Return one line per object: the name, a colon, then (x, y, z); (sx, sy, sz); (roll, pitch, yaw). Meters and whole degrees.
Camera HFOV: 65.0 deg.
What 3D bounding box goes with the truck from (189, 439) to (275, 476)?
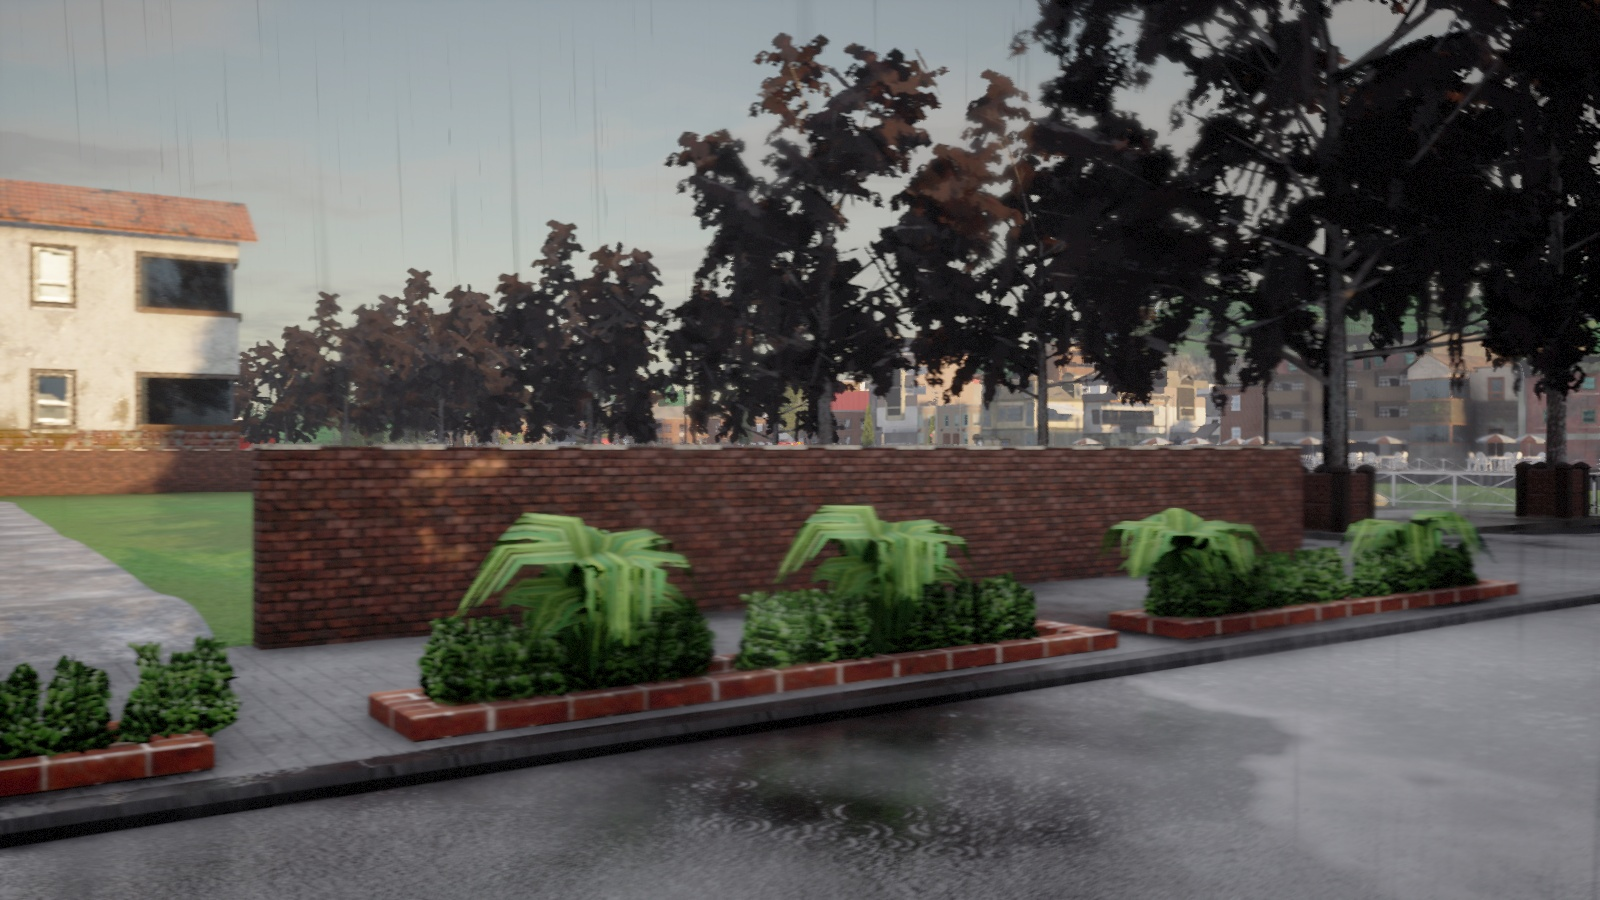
truck: (-39.884, 0.484, 88.374); (2.627, 2.467, 5.204); (1, 1, 19)
